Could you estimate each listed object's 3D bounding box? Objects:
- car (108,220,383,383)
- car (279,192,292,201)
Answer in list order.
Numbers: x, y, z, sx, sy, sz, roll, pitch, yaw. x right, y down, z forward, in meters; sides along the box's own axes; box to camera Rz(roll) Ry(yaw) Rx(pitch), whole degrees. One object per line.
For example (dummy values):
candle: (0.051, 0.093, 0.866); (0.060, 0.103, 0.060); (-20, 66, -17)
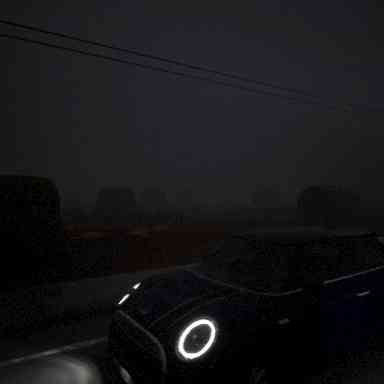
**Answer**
car: (1.178, 1.352, 4.759); (4.553, 1.767, 2.097); (0, 0, -33)
car: (19.678, 1.110, 71.910); (3.866, 1.878, 1.905); (-2, 5, 13)
